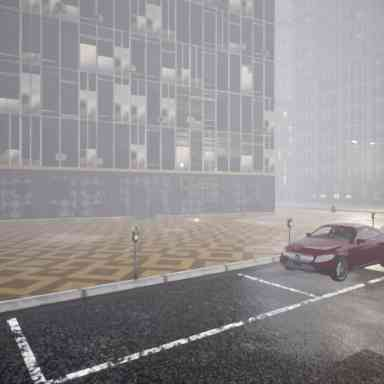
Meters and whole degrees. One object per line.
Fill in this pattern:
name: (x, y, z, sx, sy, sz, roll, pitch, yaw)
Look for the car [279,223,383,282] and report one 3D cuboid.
car: (4.383, 1.579, 9.697, 4.206, 1.307, 1.802, 0, 0, -36)
